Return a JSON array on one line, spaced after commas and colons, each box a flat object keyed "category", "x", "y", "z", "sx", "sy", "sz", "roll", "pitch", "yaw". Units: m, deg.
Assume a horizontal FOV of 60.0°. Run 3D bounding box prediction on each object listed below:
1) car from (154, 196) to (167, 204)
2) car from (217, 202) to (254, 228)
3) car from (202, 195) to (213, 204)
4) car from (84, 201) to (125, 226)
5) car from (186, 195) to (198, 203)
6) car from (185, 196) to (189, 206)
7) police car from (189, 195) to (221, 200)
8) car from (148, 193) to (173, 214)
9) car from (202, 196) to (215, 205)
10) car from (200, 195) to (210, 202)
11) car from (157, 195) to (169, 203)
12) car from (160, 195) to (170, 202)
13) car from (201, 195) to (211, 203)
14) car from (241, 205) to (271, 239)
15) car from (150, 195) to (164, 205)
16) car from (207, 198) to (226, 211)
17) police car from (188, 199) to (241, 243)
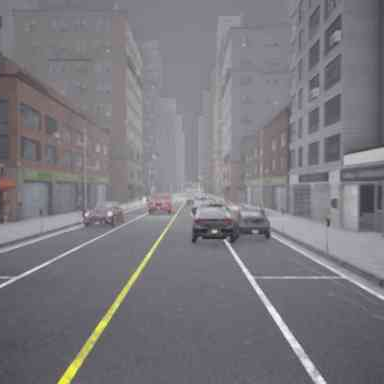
[{"category": "car", "x": -5.762, "y": 1.380, "z": 60.753, "sx": 1.947, "sy": 1.339, "sz": 4.313, "roll": -1, "pitch": 0, "yaw": 0}, {"category": "car", "x": 2.756, "y": 1.468, "z": 22.216, "sx": 1.887, "sy": 1.381, "sz": 4.507, "roll": -1, "pitch": 0, "yaw": 0}, {"category": "car", "x": 2.763, "y": 1.359, "z": 60.751, "sx": 1.887, "sy": 1.381, "sz": 4.507, "roll": -1, "pitch": 0, "yaw": 0}, {"category": "car", "x": -5.770, "y": 1.364, "z": 22.217, "sx": 1.967, "sy": 1.590, "sz": 4.097, "roll": -1, "pitch": 0, "yaw": 0}, {"category": "car", "x": 0.012, "y": 1.287, "z": 66.121, "sx": 2.128, "sy": 1.511, "sz": 4.902, "roll": 0, "pitch": 0, "yaw": 0}, {"category": "car", "x": 0.010, "y": 1.365, "z": 51.033, "sx": 1.812, "sy": 1.442, "sz": 4.674, "roll": 0, "pitch": 0, "yaw": 0}, {"category": "police car", "x": 0.901, "y": 1.337, "z": 25.922, "sx": 1.930, "sy": 1.638, "sz": 5.238, "roll": 0, "pitch": 0, "yaw": 0}, {"category": "car", "x": -3.089, "y": 1.113, "z": 33.539, "sx": 2.150, "sy": 2.045, "sz": 5.566, "roll": 0, "pitch": 0, "yaw": 0}, {"category": "car", "x": 2.762, "y": 1.394, "z": 55.247, "sx": 1.947, "sy": 1.339, "sz": 4.313, "roll": -1, "pitch": 0, "yaw": 0}, {"category": "car", "x": 2.764, "y": 1.331, "z": 71.762, "sx": 1.887, "sy": 1.381, "sz": 4.507, "roll": -1, "pitch": 0, "yaw": 0}, {"category": "car", "x": -5.761, "y": 1.351, "z": 66.258, "sx": 2.008, "sy": 1.369, "sz": 4.403, "roll": -1, "pitch": 0, "yaw": 0}, {"category": "car", "x": -5.761, "y": 1.331, "z": 71.764, "sx": 1.887, "sy": 1.381, "sz": 4.507, "roll": -1, "pitch": 0, "yaw": 0}, {"category": "car", "x": 2.764, "y": 1.345, "z": 66.257, "sx": 1.887, "sy": 1.381, "sz": 4.507, "roll": -1, "pitch": 0, "yaw": 0}, {"category": "car", "x": 2.756, "y": 1.492, "z": 16.710, "sx": 2.008, "sy": 1.369, "sz": 4.403, "roll": -1, "pitch": 0, "yaw": 0}, {"category": "car", "x": -5.765, "y": 1.268, "z": 55.247, "sx": 1.967, "sy": 1.590, "sz": 4.097, "roll": -1, "pitch": 0, "yaw": 0}, {"category": "car", "x": 2.759, "y": 1.418, "z": 38.731, "sx": 1.887, "sy": 1.381, "sz": 4.507, "roll": -1, "pitch": 0, "yaw": 0}, {"category": "police car", "x": 0.903, "y": 1.369, "z": 15.922, "sx": 1.930, "sy": 1.638, "sz": 5.238, "roll": 0, "pitch": 0, "yaw": 0}]
